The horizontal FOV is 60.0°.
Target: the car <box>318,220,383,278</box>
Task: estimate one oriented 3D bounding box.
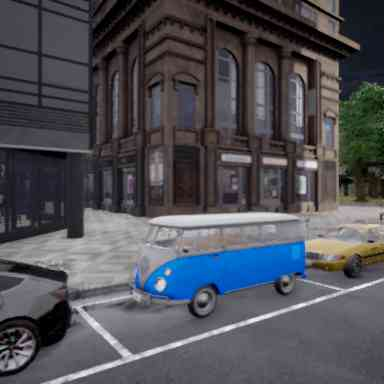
[{"bbox_3d":[5.018,1.568,10.237,4.829,1.417,1.752,0,0,-36],"label":"car"}]

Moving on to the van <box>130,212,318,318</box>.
[{"bbox_3d":[0.733,1.364,7.175,3.998,1.788,1.690,0,0,-36],"label":"van"}]

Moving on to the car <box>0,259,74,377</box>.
[{"bbox_3d":[-3.691,1.569,4.012,4.313,1.339,1.947,0,0,-36],"label":"car"}]
